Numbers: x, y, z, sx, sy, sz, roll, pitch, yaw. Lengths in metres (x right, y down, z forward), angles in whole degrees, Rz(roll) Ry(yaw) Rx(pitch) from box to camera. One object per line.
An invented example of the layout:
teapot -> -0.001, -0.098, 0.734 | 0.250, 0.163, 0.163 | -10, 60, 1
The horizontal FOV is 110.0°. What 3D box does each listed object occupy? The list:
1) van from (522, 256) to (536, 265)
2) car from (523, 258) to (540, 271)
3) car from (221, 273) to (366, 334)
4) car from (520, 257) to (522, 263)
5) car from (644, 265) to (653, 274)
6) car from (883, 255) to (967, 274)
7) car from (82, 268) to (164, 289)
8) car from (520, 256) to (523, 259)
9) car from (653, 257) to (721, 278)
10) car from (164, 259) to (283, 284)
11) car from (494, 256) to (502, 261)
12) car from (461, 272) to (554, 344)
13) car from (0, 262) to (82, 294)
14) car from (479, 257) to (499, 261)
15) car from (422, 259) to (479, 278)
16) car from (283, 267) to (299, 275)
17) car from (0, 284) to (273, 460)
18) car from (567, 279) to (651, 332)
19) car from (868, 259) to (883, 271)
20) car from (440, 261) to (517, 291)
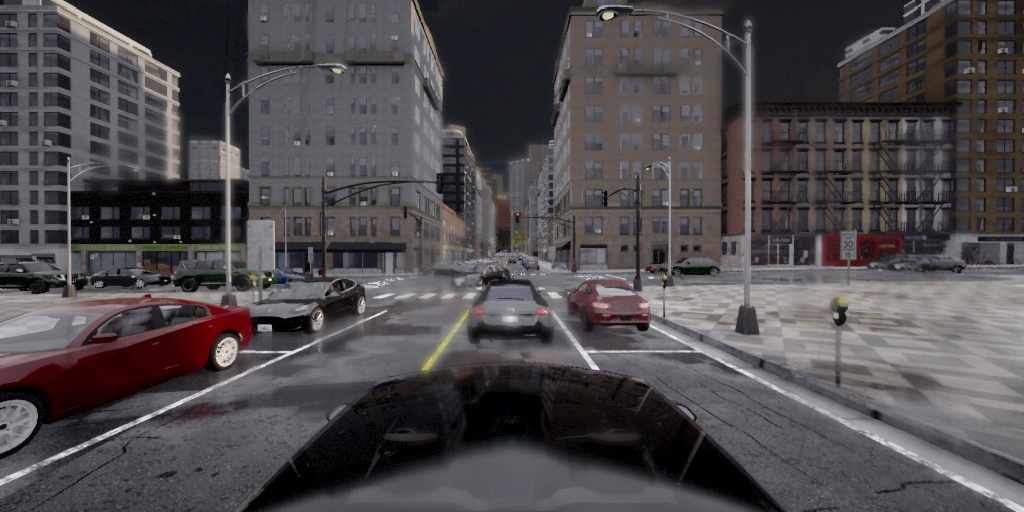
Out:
van -> 2.794, 0.998, 53.397 | 1.690, 1.789, 3.998 | 0, 0, 0
car -> 2.778, 1.257, 47.845 | 1.802, 1.307, 4.207 | 0, 0, 0
car -> -5.810, 1.314, 10.587 | 1.948, 1.339, 4.313 | 0, 0, 0
car -> 2.810, 1.186, 58.948 | 1.888, 1.381, 4.507 | 0, 0, 0
car -> 14.825, 1.086, 33.197 | 4.718, 1.301, 1.895 | -1, 0, 0
car -> 34.789, 0.716, 29.979 | 4.902, 1.511, 2.128 | -1, 0, 0
car -> -27.949, 1.611, 26.407 | 4.892, 1.490, 1.837 | -1, 0, 0
car -> 2.826, 1.202, 64.505 | 1.802, 1.307, 4.207 | 0, 0, 0
car -> 14.716, 0.856, 29.944 | 4.553, 1.767, 2.097 | -1, 0, 0
car -> -18.438, 1.222, 23.149 | 5.566, 2.045, 2.150 | -1, 0, -2
car -> -3.053, 1.196, 56.266 | 2.033, 1.411, 5.357 | 0, 0, 0
car -> -0.038, 1.312, 9.635 | 1.994, 1.385, 4.181 | 0, 0, 0
car -> -31.065, 1.384, 23.148 | 5.566, 2.045, 2.150 | -1, 0, 0
car -> -3.087, 1.207, 45.634 | 1.812, 1.442, 4.674 | 0, 0, 2
car -> -5.825, 1.216, 33.158 | 4.902, 1.511, 2.128 | 0, 0, 0
car -> -17.469, 1.519, 26.427 | 5.357, 1.411, 2.033 | -1, 0, 0
car -> -5.778, 1.295, 4.943 | 1.888, 1.381, 4.507 | 0, 0, 0
car -> 2.715, 1.330, 10.634 | 1.802, 1.307, 4.207 | 0, 0, 0
car -> 35.949, 0.684, 33.229 | 4.902, 1.511, 2.128 | -1, 0, 0
car -> -1.863, 1.270, 22.222 | 2.128, 1.511, 4.902 | -1, 0, 28
